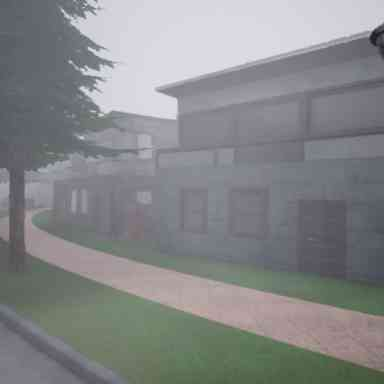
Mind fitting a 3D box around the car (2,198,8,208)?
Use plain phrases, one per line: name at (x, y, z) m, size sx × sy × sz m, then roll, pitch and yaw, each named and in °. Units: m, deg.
car at (-23.972, 1.317, 45.738) m, size 1.882 × 1.535 × 5.008 m, roll 0°, pitch 0°, yaw 0°
